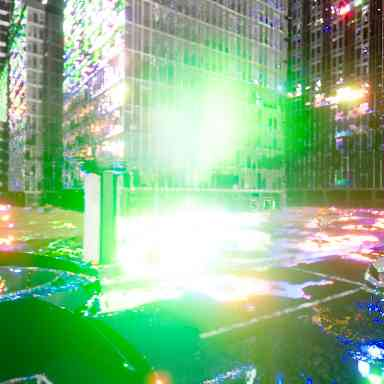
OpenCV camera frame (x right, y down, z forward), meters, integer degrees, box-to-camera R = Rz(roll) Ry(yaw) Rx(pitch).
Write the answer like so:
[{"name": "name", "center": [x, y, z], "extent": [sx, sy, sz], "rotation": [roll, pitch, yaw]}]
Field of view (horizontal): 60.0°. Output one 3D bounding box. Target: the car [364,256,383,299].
[{"name": "car", "center": [5.772, 1.599, 7.420], "extent": [4.674, 1.442, 1.812], "rotation": [1, 0, -35]}]

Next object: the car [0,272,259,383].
[{"name": "car", "center": [-1.860, 1.583, 2.083], "extent": [4.718, 1.301, 1.895], "rotation": [1, 0, -35]}]

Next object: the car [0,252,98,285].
[{"name": "car", "center": [-3.319, 1.537, 4.223], "extent": [4.313, 1.339, 1.947], "rotation": [1, 0, -35]}]
